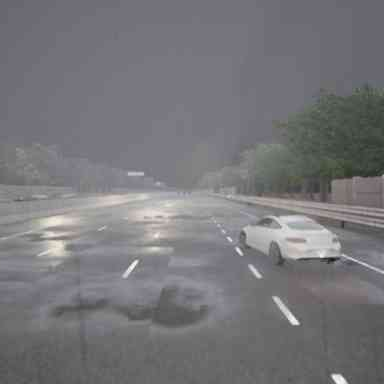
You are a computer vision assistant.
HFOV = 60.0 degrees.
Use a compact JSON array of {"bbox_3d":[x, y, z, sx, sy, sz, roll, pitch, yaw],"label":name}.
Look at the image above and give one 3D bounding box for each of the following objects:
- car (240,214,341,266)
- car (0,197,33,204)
[{"bbox_3d":[3.114,1.479,11.322,1.812,1.442,4.674,0,0,-10],"label":"car"},{"bbox_3d":[-17.665,1.355,32.026,1.837,1.490,4.892,0,0,0],"label":"car"}]
